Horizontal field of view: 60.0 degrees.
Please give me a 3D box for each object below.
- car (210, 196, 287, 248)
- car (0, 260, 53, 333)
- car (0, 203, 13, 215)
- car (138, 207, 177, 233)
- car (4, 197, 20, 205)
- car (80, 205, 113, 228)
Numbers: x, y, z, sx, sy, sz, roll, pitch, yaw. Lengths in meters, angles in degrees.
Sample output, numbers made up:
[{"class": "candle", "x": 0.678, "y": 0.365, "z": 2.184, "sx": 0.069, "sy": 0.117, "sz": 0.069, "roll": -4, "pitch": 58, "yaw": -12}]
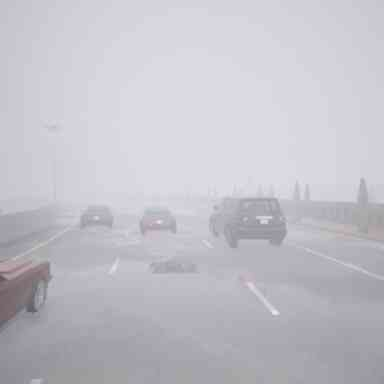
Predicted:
[{"class": "car", "x": 2.294, "y": 1.182, "z": 14.917, "sx": 2.150, "sy": 2.045, "sz": 5.566, "roll": 0, "pitch": 0, "yaw": -8}, {"class": "car", "x": -3.655, "y": 1.605, "z": 4.637, "sx": 1.895, "sy": 1.301, "sz": 4.718, "roll": 0, "pitch": 0, "yaw": -3}, {"class": "car", "x": -13.405, "y": 1.607, "z": 21.383, "sx": 1.895, "sy": 1.301, "sz": 4.718, "roll": 0, "pitch": 0, "yaw": -14}, {"class": "car", "x": -2.076, "y": 1.532, "z": 19.383, "sx": 1.994, "sy": 1.385, "sz": 4.181, "roll": 0, "pitch": 0, "yaw": -11}, {"class": "car", "x": -31.202, "y": 1.558, "z": 57.717, "sx": 1.994, "sy": 1.385, "sz": 4.181, "roll": 0, "pitch": 0, "yaw": -38}, {"class": "car", "x": -6.280, "y": 1.541, "z": 22.215, "sx": 1.994, "sy": 1.385, "sz": 4.181, "roll": 0, "pitch": 0, "yaw": -13}]
